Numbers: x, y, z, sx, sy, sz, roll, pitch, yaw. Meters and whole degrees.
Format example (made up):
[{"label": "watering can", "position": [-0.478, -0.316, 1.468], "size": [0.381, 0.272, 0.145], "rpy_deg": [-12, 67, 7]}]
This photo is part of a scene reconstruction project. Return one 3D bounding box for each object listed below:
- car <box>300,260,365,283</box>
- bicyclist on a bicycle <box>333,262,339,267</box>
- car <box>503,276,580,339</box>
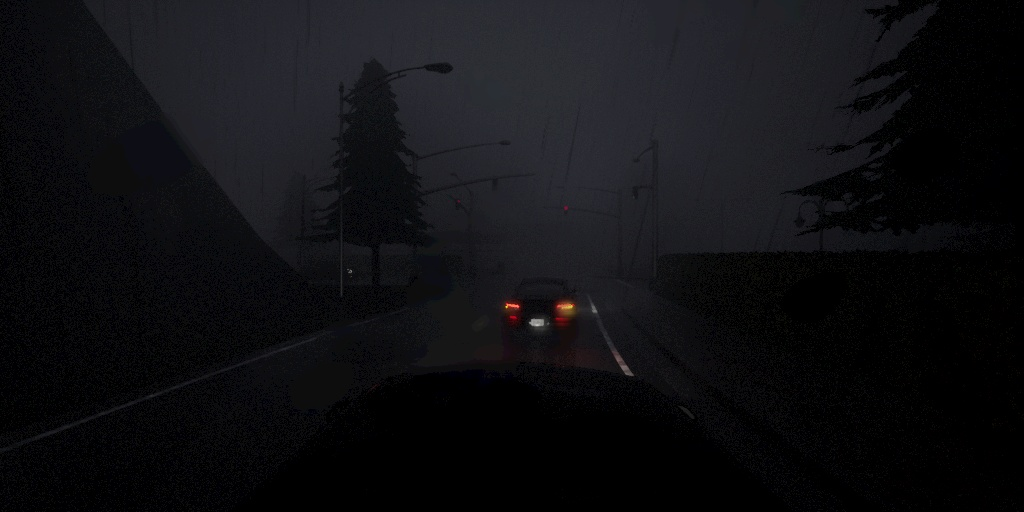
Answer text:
[{"label": "car", "position": [-13.785, 1.111, 27.656], "size": [4.553, 1.767, 2.097], "rpy_deg": [0, 0, 9]}, {"label": "bicyclist on a bicycle", "position": [-17.376, 1.216, 35.322], "size": [0.582, 1.620, 1.656], "rpy_deg": [0, 0, 8]}, {"label": "car", "position": [0.916, 1.279, 10.049], "size": [1.812, 1.442, 4.674], "rpy_deg": [0, 0, 9]}]
